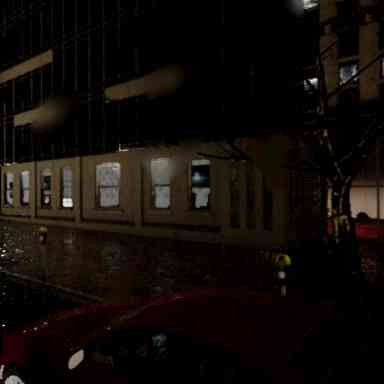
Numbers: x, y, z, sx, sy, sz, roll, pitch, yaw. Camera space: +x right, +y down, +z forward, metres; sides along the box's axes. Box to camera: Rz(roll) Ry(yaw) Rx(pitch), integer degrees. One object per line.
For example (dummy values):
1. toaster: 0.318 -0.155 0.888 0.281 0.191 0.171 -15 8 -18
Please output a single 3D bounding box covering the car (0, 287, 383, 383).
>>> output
1. car: 0.102 1.540 2.812 4.507 1.381 1.887 0 -1 36
